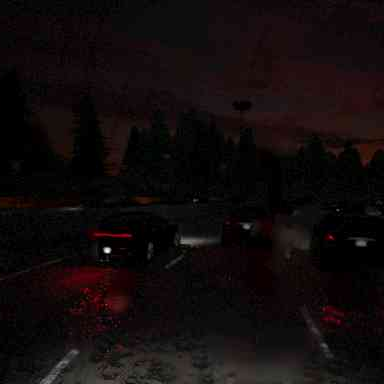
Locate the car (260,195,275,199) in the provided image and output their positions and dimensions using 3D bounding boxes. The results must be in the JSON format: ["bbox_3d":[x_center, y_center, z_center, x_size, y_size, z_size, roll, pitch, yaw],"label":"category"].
[{"bbox_3d":[14.978,1.262,62.906,4.892,1.490,1.837,0,1,-32],"label":"car"}]

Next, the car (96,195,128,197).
[{"bbox_3d":[-8.226,1.169,38.899,1.882,1.535,5.008,1,0,37],"label":"car"}]

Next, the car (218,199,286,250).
[{"bbox_3d":[2.870,1.402,15.083,2.097,1.767,4.553,1,0,20],"label":"car"}]

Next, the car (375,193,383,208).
[{"bbox_3d":[21.325,1.323,33.800,5.566,2.045,2.150,1,0,-33],"label":"car"}]

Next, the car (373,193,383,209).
[{"bbox_3d":[27.813,1.223,46.142,5.566,2.045,2.150,0,1,-32],"label":"car"}]

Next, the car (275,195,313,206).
[{"bbox_3d":[15.766,1.439,51.053,5.357,1.411,2.033,0,1,-32],"label":"car"}]

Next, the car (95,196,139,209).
[{"bbox_3d":[-7.152,1.344,34.096,1.895,1.301,4.718,1,0,34],"label":"car"}]

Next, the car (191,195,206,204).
[{"bbox_3d":[0.656,1.214,53.292,4.892,1.490,1.837,1,0,-38],"label":"car"}]

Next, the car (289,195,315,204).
[{"bbox_3d":[18.808,1.195,57.042,4.181,1.385,1.994,0,1,-32],"label":"car"}]

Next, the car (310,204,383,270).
[{"bbox_3d":[5.244,1.460,11.252,2.097,1.767,4.553,2,0,15],"label":"car"}]

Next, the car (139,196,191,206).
[{"bbox_3d":[-2.683,1.308,34.353,2.128,1.511,4.902,1,1,37],"label":"car"}]

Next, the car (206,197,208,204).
[{"bbox_3d":[5.078,1.298,52.326,4.674,1.442,1.812,1,0,-36],"label":"car"}]

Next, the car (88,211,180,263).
[{"bbox_3d":[-1.842,1.449,11.944,1.837,1.490,4.892,0,0,14],"label":"car"}]

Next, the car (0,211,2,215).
[{"bbox_3d":[-11.617,1.244,16.362,1.812,1.442,4.674,1,0,17],"label":"car"}]

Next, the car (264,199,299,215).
[{"bbox_3d":[7.862,1.570,30.996,1.895,1.301,4.718,1,1,41],"label":"car"}]

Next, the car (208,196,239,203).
[{"bbox_3d":[5.309,1.352,47.941,5.357,1.411,2.033,0,0,-39],"label":"car"}]

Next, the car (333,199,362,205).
[{"bbox_3d":[15.909,1.541,33.860,4.892,1.490,1.837,1,-1,-41],"label":"car"}]

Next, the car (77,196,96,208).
[{"bbox_3d":[-11.322,1.170,40.674,2.033,1.411,5.357,1,0,36],"label":"car"}]
